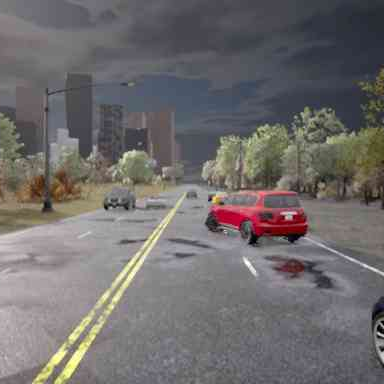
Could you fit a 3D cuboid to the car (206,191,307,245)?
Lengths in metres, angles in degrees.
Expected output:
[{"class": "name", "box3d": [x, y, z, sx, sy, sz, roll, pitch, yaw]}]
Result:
[{"class": "car", "box3d": [2.564, 0.944, 14.365, 2.150, 2.045, 5.566, 0, 1, -19]}]

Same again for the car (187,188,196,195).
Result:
[{"class": "car", "box3d": [-0.084, -0.078, 77.748, 2.128, 1.511, 4.902, 0, 1, 0]}]

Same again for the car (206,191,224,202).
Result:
[{"class": "car", "box3d": [3.202, 0.588, 46.306, 2.163, 1.488, 4.792, 0, 1, 0]}]

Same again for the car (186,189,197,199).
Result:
[{"class": "car", "box3d": [-0.049, 0.340, 57.781, 2.128, 1.511, 4.902, 0, 1, 0]}]

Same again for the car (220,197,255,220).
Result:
[{"class": "car", "box3d": [3.229, 1.122, 24.305, 1.895, 1.301, 4.718, 0, 1, 0]}]

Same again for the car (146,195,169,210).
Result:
[{"class": "car", "box3d": [-3.382, 0.965, 32.785, 1.895, 1.301, 4.718, 0, 1, 0]}]

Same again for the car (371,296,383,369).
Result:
[{"class": "car", "box3d": [3.252, 1.453, 2.300, 2.163, 1.488, 4.792, 0, 1, 0]}]

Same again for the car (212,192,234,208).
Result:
[{"class": "car", "box3d": [3.214, 0.785, 35.274, 1.882, 1.535, 5.008, 0, 1, 0]}]

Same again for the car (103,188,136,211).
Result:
[{"class": "car", "box3d": [-6.630, 0.621, 31.034, 2.150, 2.045, 5.566, 0, 1, 0]}]
